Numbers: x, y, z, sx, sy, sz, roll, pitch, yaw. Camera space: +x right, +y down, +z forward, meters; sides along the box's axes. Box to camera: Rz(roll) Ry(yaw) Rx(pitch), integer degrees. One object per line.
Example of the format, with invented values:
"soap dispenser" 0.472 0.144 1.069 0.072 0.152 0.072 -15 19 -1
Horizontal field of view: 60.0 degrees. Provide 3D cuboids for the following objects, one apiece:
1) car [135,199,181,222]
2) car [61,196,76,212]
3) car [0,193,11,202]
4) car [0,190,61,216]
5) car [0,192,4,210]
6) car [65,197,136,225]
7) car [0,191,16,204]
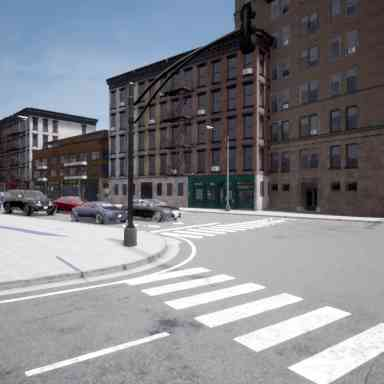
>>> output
"car" -2.948 1.239 23.445 4.902 1.511 2.128 1 0 38
"car" -10.399 1.125 29.266 5.008 1.535 1.882 1 0 39
"car" -33.169 0.897 57.589 4.674 1.442 1.812 1 0 43
"car" -13.540 0.839 27.610 5.566 2.045 2.150 1 0 39
"car" -21.149 0.876 33.850 4.553 1.767 2.097 1 0 40
"car" -6.030 1.281 21.719 4.181 1.385 1.994 1 0 37
"car" -27.611 0.786 48.214 4.553 1.767 2.097 1 0 41
